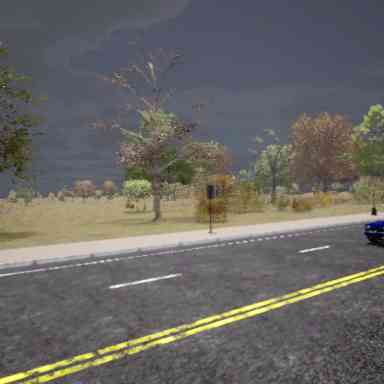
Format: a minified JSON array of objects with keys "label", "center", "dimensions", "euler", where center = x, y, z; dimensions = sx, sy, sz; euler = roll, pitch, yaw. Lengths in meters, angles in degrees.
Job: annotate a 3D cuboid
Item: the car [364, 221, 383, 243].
[{"label":"car","center":[9.469,1.497,14.434],"dimensions":[4.718,1.301,1.895],"euler":[-1,0,-35]}]
